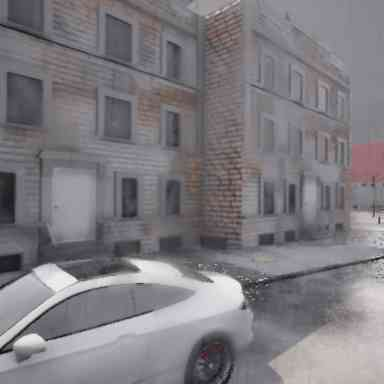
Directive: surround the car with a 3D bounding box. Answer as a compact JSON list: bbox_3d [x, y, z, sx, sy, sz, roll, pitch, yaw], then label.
[{"bbox_3d":[-1.337,1.536,3.652,4.674,1.442,1.812,1,0,-35],"label":"car"}]
